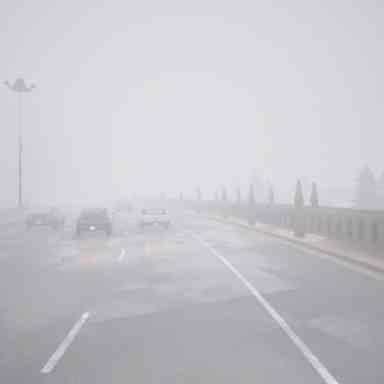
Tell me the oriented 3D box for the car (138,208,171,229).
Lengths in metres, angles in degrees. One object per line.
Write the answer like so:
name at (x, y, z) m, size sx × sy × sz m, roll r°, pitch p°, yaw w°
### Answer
car at (-2.731, 1.728, 22.884) m, size 1.895 × 1.301 × 4.718 m, roll 0°, pitch 0°, yaw -13°

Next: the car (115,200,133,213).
car at (-8.572, 1.746, 40.846) m, size 1.837 × 1.490 × 4.892 m, roll 0°, pitch -1°, yaw -23°

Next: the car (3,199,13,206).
car at (-38.159, 2.095, 68.990) m, size 1.895 × 1.301 × 4.718 m, roll 0°, pitch 0°, yaw -27°

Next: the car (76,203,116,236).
car at (-5.618, 1.627, 19.532) m, size 1.837 × 1.490 × 4.892 m, roll 0°, pitch 0°, yaw -11°

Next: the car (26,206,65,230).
car at (-9.835, 1.680, 22.486) m, size 1.812 × 1.442 × 4.674 m, roll 0°, pitch 0°, yaw -13°
